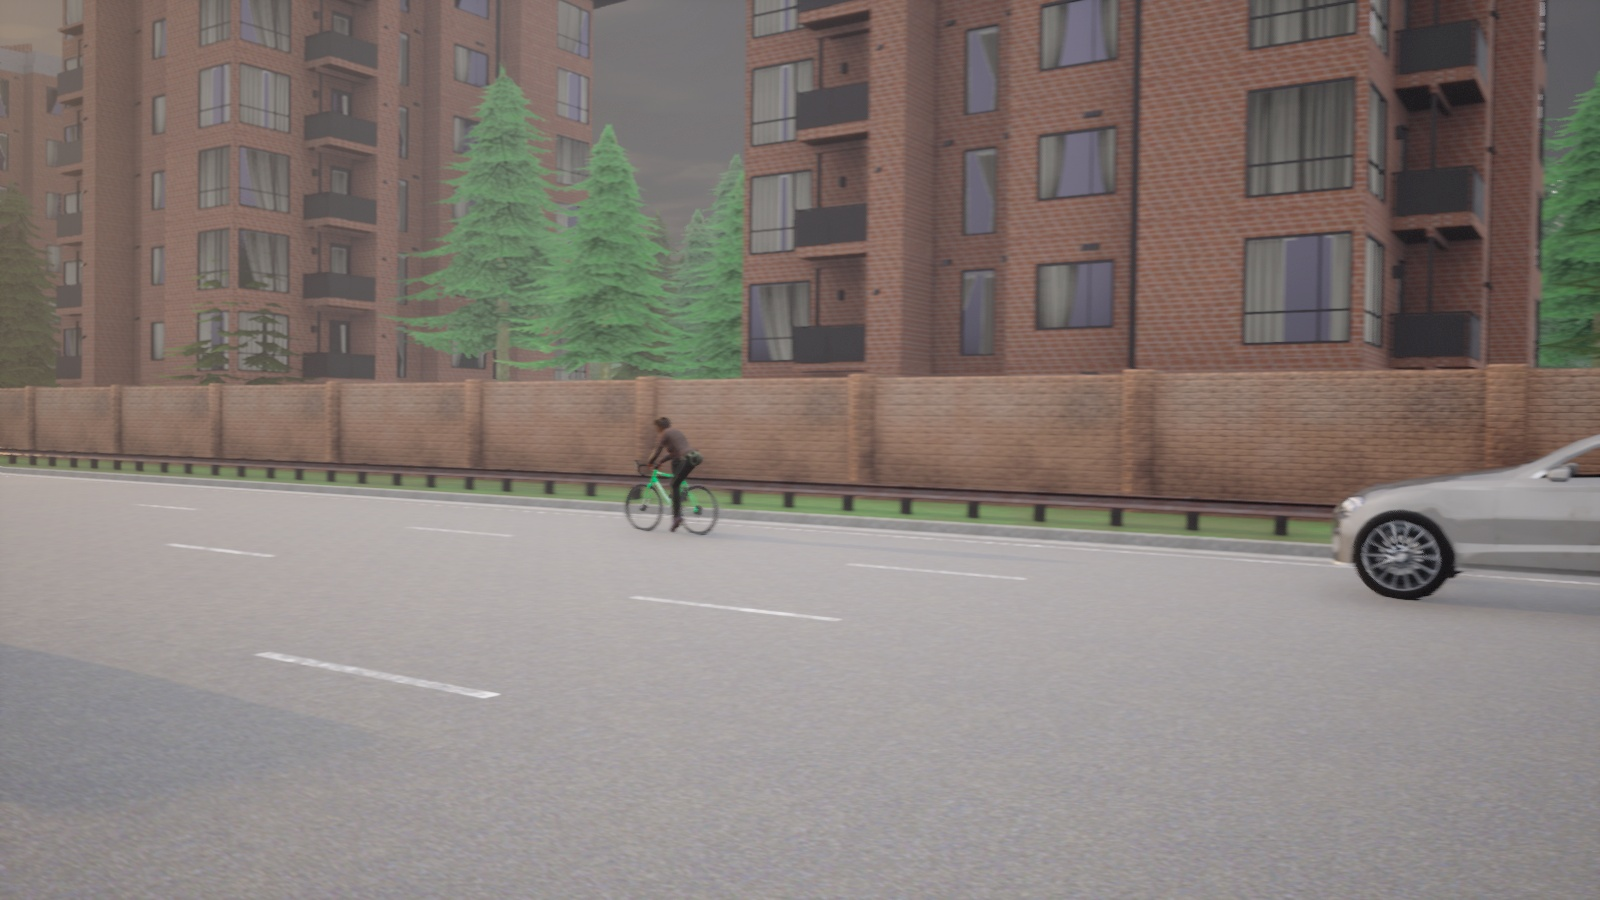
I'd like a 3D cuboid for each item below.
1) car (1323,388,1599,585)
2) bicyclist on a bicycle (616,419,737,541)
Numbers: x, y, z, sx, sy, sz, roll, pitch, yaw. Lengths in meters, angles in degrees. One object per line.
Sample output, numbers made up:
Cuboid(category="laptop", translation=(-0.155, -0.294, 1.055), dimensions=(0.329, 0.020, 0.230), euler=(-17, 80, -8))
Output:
Cuboid(category="car", translation=(7.565, 0.290, 11.197), dimensions=(5.027, 1.651, 2.152), euler=(0, 1, 34))
Cuboid(category="bicyclist on a bicycle", translation=(-1.714, 0.396, 17.362), dimensions=(1.656, 1.620, 0.582), euler=(0, 1, 34))
